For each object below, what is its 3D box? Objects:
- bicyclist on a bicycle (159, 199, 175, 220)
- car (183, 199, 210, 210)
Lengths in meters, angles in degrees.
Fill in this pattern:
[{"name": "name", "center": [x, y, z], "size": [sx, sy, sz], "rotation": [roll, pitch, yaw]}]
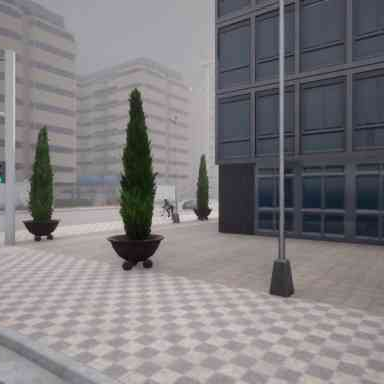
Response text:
[{"name": "bicyclist on a bicycle", "center": [-1.908, 1.356, 25.824], "size": [1.656, 1.620, 0.582], "rotation": [0, 0, 35]}, {"name": "car", "center": [0.609, 1.619, 43.733], "size": [1.994, 1.385, 4.181], "rotation": [0, 0, 35]}]
